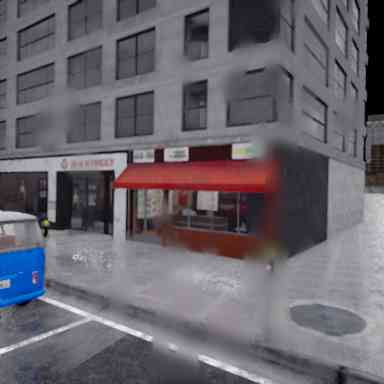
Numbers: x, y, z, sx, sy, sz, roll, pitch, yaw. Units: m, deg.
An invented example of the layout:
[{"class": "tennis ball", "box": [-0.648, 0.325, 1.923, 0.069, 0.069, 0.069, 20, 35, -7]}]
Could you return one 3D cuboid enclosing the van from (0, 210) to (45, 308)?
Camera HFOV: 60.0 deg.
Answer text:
[{"class": "van", "box": [-4.473, 1.177, 6.273, 3.998, 1.788, 1.690, 2, 1, 36]}]
